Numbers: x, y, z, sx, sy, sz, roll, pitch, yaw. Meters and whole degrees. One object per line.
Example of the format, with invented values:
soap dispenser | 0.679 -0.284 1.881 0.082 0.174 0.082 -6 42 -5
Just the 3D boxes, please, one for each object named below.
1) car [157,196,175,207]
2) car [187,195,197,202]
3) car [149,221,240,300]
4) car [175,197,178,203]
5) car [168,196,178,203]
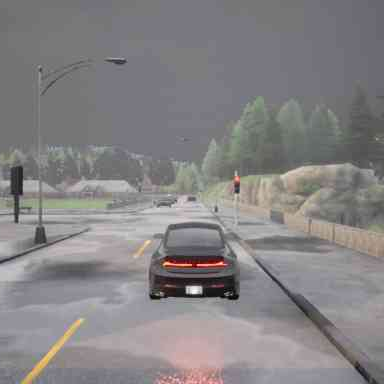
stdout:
car | -4.114 1.564 49.740 1.994 1.385 4.181 0 0 0
car | -0.027 1.324 70.993 1.882 1.535 5.008 0 0 0
car | 0.058 1.505 8.375 1.837 1.490 4.892 0 0 0
car | -4.100 1.505 59.755 1.837 1.490 4.892 0 0 0
car | -4.026 1.595 69.937 1.895 1.301 4.718 0 0 0
